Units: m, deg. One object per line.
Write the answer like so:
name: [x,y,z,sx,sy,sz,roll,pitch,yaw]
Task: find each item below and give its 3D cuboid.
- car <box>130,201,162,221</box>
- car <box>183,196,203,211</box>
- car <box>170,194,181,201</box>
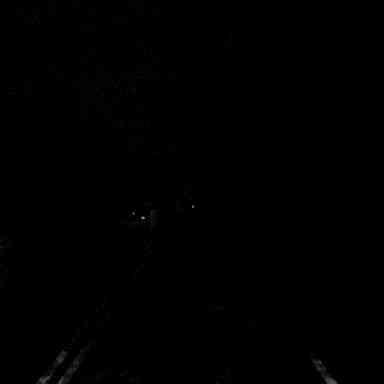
car: [-3.334,1.364,25.329,2.033,1.411,5.357,0,0,0]
car: [0.126,1.237,36.409,1.837,1.490,4.892,0,0,0]
car: [-3.215,1.101,65.556,1.895,1.301,4.718,0,0,0]
